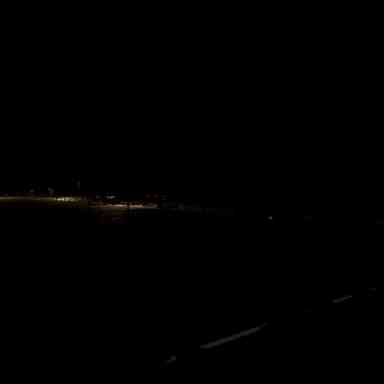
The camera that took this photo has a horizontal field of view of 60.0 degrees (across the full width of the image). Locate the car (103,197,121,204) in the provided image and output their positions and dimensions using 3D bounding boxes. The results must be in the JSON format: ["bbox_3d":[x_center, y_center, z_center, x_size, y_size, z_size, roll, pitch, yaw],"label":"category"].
[{"bbox_3d":[-15.034,1.572,62.468,1.895,1.301,4.718,-2,1,-36],"label":"car"}]

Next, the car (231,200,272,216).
[{"bbox_3d":[6.223,1.533,32.760,2.033,1.411,5.357,-2,1,-36],"label":"car"}]
